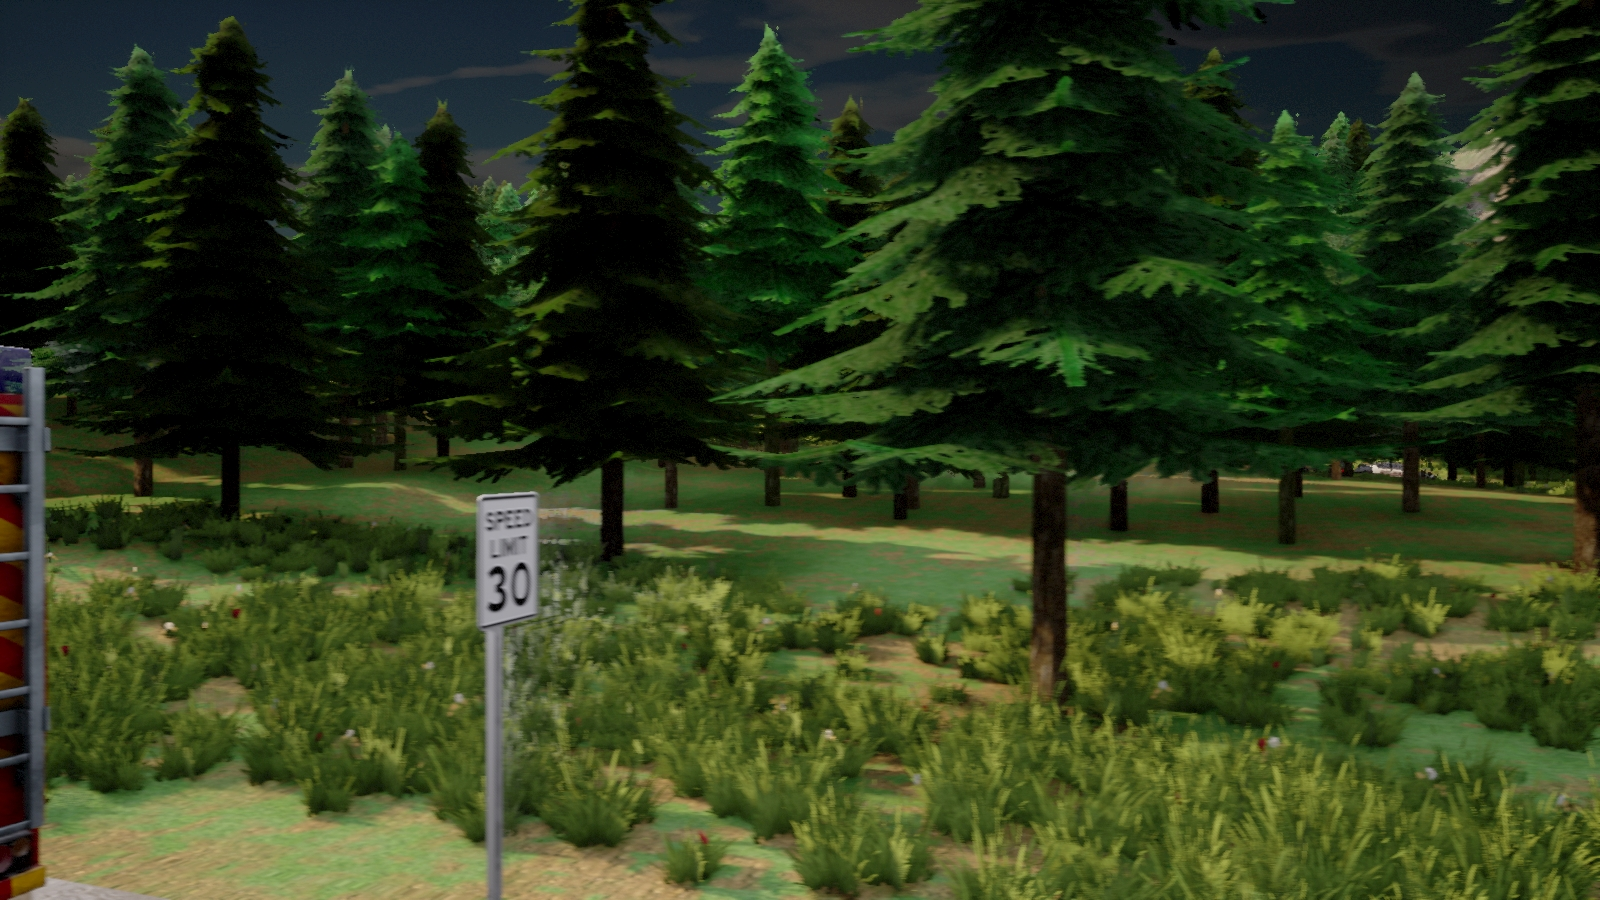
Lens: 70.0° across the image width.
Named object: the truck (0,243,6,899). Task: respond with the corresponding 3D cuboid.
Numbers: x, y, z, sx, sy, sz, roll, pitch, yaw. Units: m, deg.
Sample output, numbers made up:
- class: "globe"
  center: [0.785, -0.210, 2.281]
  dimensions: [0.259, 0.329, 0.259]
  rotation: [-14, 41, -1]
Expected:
- class: "truck"
  center: [-8.968, 0.750, 6.560]
  dimensions: [8.468, 3.827, 2.891]
  rotation: [0, 0, 20]
